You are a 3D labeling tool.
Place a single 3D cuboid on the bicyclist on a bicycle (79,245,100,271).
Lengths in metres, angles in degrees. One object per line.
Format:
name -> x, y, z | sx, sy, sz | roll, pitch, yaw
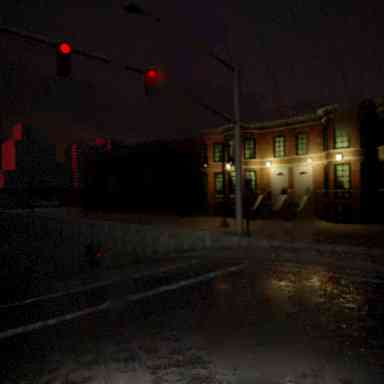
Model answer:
bicyclist on a bicycle -> -6.750, 4.315, 22.092 | 1.656, 1.620, 0.582 | -2, -11, -42
